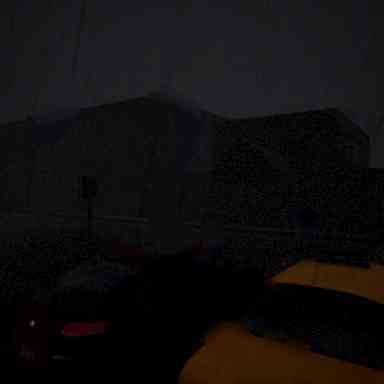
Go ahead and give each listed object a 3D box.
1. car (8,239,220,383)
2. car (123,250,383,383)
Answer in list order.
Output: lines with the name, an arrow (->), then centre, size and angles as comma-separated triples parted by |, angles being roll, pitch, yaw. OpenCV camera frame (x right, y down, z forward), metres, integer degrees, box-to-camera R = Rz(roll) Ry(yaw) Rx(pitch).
car -> -0.400, 1.504, 5.412 | 2.002, 1.452, 4.674 | 0, 1, 36
car -> 1.868, 1.474, 4.042 | 1.946, 1.575, 5.366 | 0, 0, 35
